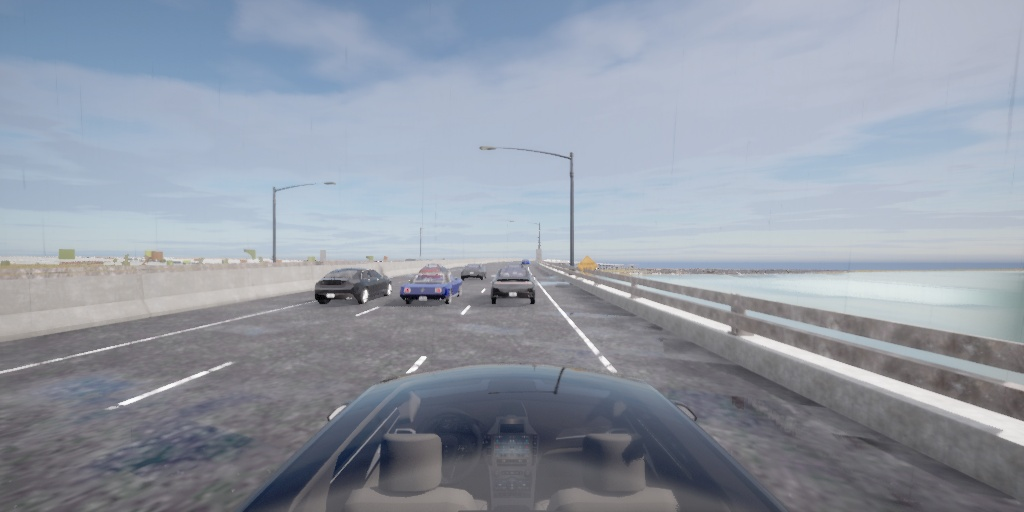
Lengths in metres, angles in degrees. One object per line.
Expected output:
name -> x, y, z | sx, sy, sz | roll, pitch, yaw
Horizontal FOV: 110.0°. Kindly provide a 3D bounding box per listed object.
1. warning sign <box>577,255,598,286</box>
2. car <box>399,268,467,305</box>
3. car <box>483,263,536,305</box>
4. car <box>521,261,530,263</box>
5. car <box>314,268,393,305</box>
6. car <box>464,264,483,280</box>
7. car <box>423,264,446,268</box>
warning sign -> 4.674, 0.876, 22.123 | 1.300, 1.860, 1.060 | 0, 0, 1
car -> -3.437, 1.374, 16.180 | 1.895, 1.301, 4.718 | 0, 0, 0
car -> 0.062, 1.252, 16.121 | 2.128, 1.511, 4.902 | 0, 0, 0
car -> 0.253, 1.345, 31.015 | 1.994, 1.385, 4.181 | 0, 0, 1
car -> -6.937, 1.275, 16.180 | 1.837, 1.490, 4.892 | 0, 0, 0
car -> -3.246, 1.346, 31.075 | 1.994, 1.385, 4.181 | 0, 0, 1
car -> -6.746, 1.347, 31.136 | 1.994, 1.385, 4.181 | 0, 0, 1
